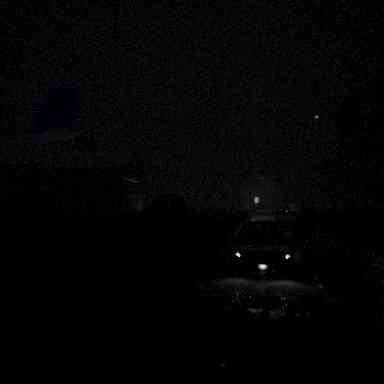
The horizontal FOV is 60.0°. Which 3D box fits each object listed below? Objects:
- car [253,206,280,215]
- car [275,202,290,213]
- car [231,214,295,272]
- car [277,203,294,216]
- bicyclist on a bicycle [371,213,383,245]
[{"bbox_3d":[5.334,2.011,24.894,1.812,1.442,4.674,0,-1,12],"label":"car"},{"bbox_3d":[14.738,2.511,54.549,2.097,1.767,4.553,0,-1,12],"label":"car"},{"bbox_3d":[2.559,1.775,12.025,2.033,1.411,5.357,0,-1,12],"label":"car"},{"bbox_3d":[12.648,2.491,44.883,1.994,1.385,4.181,0,-1,13],"label":"car"},{"bbox_3d":[9.557,1.795,16.091,1.656,1.620,0.582,0,-1,12],"label":"bicyclist on a bicycle"}]
